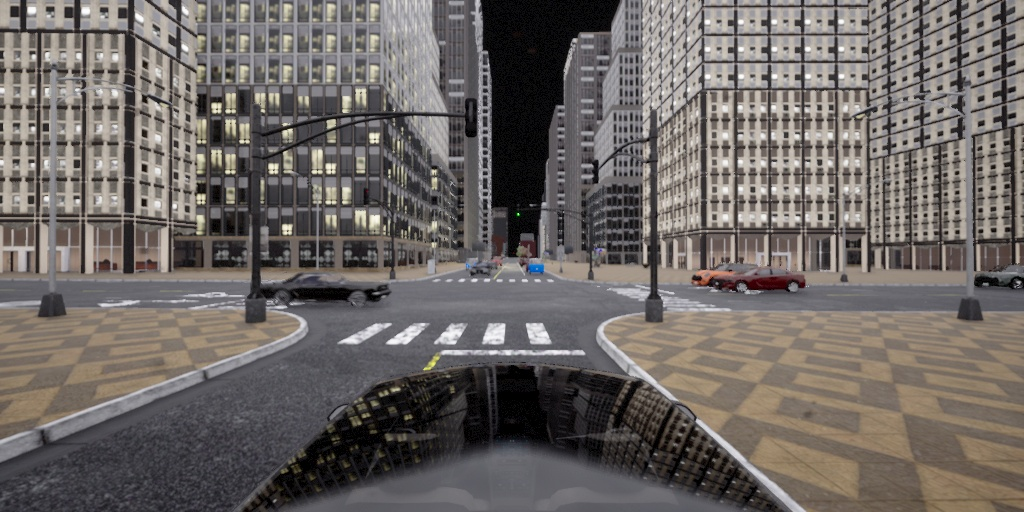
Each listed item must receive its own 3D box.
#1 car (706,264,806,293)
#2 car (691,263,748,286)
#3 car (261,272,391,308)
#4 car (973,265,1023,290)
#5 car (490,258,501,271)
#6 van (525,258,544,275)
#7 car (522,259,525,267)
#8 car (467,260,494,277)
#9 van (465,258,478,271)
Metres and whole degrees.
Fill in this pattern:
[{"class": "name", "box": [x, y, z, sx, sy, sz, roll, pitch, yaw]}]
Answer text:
[{"class": "car", "box": [14.899, 1.403, 21.742, 5.008, 1.535, 1.882, 0, 0, -1]}, {"class": "car", "box": [15.043, 1.302, 25.000, 4.553, 1.767, 2.097, 0, 0, -1]}, {"class": "car", "box": [-7.502, 1.325, 14.685, 4.718, 1.301, 1.895, 1, -1, -1]}, {"class": "car", "box": [35.789, 1.434, 25.451, 4.553, 1.767, 2.097, 0, 0, -1]}, {"class": "car", "box": [-3.142, 1.438, 53.071, 1.994, 1.385, 4.181, 0, 0, 0]}, {"class": "van", "box": [2.700, 1.185, 40.799, 1.690, 1.789, 3.998, 0, 0, 0]}, {"class": "car", "box": [2.633, 1.403, 46.337, 1.888, 1.381, 4.507, 0, 0, 0]}, {"class": "car", "box": [-3.215, 1.399, 37.444, 1.994, 1.385, 4.181, 0, 0, 0]}, {"class": "van", "box": [-5.747, 1.212, 51.909, 1.690, 1.789, 3.998, 0, 0, 0]}]
